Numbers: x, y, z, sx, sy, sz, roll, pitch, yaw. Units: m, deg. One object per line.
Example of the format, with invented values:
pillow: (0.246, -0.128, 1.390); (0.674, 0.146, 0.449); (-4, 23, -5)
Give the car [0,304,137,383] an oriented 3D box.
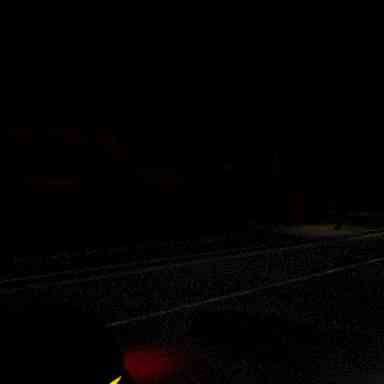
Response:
car: (-2.984, 1.549, 1.854); (5.357, 1.411, 2.033); (0, 0, -35)
